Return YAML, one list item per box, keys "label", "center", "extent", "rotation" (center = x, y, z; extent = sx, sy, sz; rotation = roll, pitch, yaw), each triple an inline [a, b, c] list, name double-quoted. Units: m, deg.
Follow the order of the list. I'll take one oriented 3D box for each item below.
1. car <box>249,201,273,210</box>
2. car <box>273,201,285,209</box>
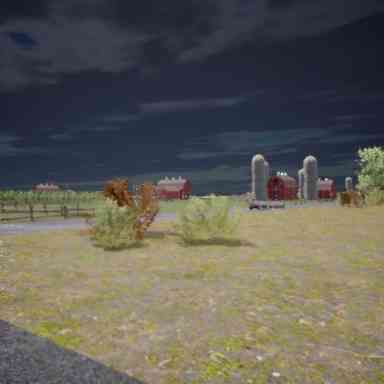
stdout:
- label: "car"
  center: [11.087, 2.250, 55.054]
  extent: [1.837, 1.490, 4.892]
  rotation: [-2, -2, 36]
- label: "car"
  center: [15.578, 2.395, 61.356]
  extent: [1.994, 1.385, 4.181]
  rotation: [-2, -2, 36]
